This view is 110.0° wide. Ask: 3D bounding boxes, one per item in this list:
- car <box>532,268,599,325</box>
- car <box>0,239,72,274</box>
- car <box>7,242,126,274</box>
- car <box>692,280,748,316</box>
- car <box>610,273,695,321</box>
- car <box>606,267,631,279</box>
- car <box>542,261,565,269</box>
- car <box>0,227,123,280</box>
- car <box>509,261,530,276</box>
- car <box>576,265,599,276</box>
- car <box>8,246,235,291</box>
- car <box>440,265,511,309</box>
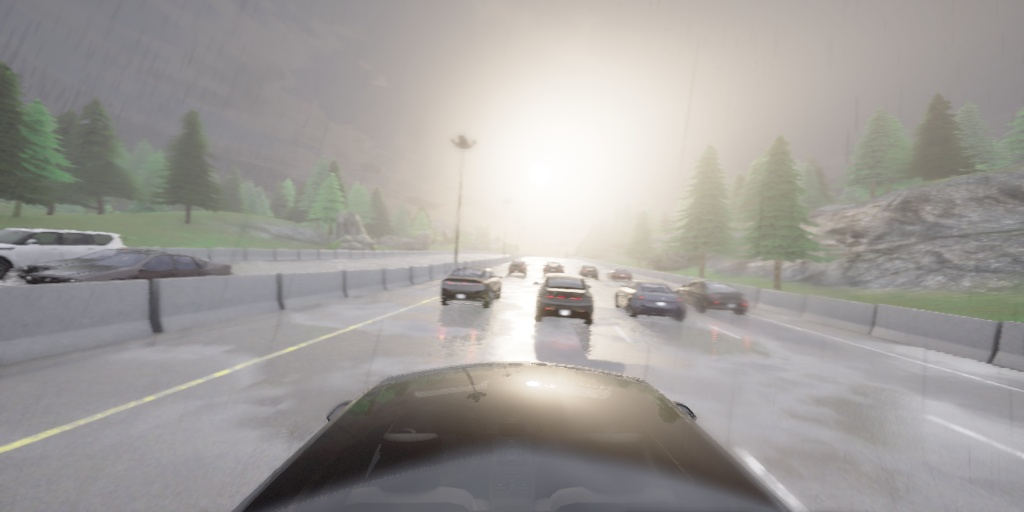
[{"bbox_3d":[1.794,1.397,12.860,1.837,1.490,4.892,3,0,6],"label":"car"},{"bbox_3d":[-22.782,-0.018,14.921,2.033,1.411,5.357,3,0,6],"label":"car"},{"bbox_3d":[-15.775,0.397,14.758,2.033,1.411,5.357,3,0,6],"label":"car"},{"bbox_3d":[9.213,1.853,16.912,1.812,1.442,4.674,3,0,6],"label":"car"},{"bbox_3d":[5.480,1.673,14.674,1.994,1.385,4.181,3,0,6],"label":"car"},{"bbox_3d":[11.271,1.881,37.760,1.994,1.385,4.181,3,1,6],"label":"car"},{"bbox_3d":[3.883,1.276,33.942,2.097,1.767,4.553,3,0,6],"label":"car"},{"bbox_3d":[-19.287,-0.138,14.555,2.150,2.045,5.566,3,0,6],"label":"car"},{"bbox_3d":[0.691,1.214,37.249,1.837,1.490,4.892,3,1,6],"label":"car"},{"bbox_3d":[7.625,1.626,36.372,1.837,1.490,4.892,3,1,6],"label":"car"},{"bbox_3d":[-12.493,0.589,12.414,2.033,1.411,5.357,3,0,6],"label":"car"},{"bbox_3d":[-1.525,1.186,14.800,2.128,1.511,4.902,3,0,6],"label":"car"}]
